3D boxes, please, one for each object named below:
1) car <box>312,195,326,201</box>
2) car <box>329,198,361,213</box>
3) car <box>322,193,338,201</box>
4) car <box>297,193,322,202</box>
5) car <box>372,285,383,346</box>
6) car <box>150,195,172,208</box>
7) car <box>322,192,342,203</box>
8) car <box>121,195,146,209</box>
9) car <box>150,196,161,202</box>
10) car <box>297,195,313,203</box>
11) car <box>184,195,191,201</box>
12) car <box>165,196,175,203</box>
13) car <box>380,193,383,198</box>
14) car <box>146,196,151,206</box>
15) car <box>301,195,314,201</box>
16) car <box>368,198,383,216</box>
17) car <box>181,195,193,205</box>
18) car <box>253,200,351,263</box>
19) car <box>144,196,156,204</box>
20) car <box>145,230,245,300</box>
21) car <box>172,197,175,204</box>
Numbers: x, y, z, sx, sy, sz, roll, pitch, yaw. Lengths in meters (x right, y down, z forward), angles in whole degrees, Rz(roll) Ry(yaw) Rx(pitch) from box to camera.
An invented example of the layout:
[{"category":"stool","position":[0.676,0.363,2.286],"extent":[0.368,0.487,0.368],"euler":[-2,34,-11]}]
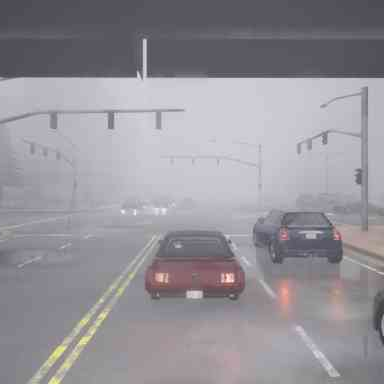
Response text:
[{"category":"car","position":[30.840,1.364,80.695],"extent":[1.784,1.438,3.905],"euler":[0,0,0]},{"category":"car","position":[16.681,1.564,33.913],"extent":[4.181,1.385,1.994],"euler":[0,0,1]},{"category":"car","position":[33.523,1.153,80.753],"extent":[1.932,1.855,4.605],"euler":[0,0,0]},{"category":"car","position":[16.662,1.153,48.144],"extent":[1.932,1.855,4.605],"euler":[0,0,0]},{"category":"car","position":[3.601,1.505,3.018],"extent":[1.837,1.490,4.892],"euler":[0,0,0]},{"category":"car","position":[-4.492,1.491,49.545],"extent":[2.128,1.511,4.902],"euler":[0,0,0]},{"category":"car","position":[19.556,1.156,48.097],"extent":[1.905,1.878,3.866],"euler":[0,0,0]},{"category":"car","position":[-8.031,1.352,44.782],"extent":[2.097,1.767,4.553],"euler":[0,0,2]},{"category":"car","position":[-8.046,1.552,73.971],"extent":[1.994,1.385,4.181],"euler":[0,0,0]},{"category":"car","position":[22.216,1.395,65.572],"extent":[1.970,1.475,3.806],"euler":[0,0,0]},{"category":"car","position":[-1.116,1.478,85.279],"extent":[1.882,1.535,5.008],"euler":[0,0,0]},{"category":"car","position":[-4.519,1.601,68.742],"extent":[1.895,1.301,4.718],"euler":[0,0,0]},{"category":"car","position":[39.113,1.153,65.706],"extent":[1.932,1.855,4.605],"euler":[0,0,0]},{"category":"car","position":[-8.014,1.478,53.953],"extent":[1.882,1.535,5.008],"euler":[0,0,0]},{"category":"car","position":[27.945,1.395,80.689],"extent":[1.970,1.475,3.806],"euler":[0,0,0]},{"category":"car","position":[19.265,1.505,30.379],"extent":[4.892,1.490,1.837],"euler":[0,0,1]},{"category":"car","position":[-0.864,1.525,60.487],"extent":[1.812,1.442,4.674],"euler":[0,0,0]},{"category":"car","position":[3.585,1.352,12.107],"extent":[2.097,1.767,4.553],"euler":[0,0,0]},{"category":"car","position":[-8.027,1.526,63.959],"extent":[1.812,1.442,4.674],"euler":[0,0,0]},{"category":"car","position":[0.069,1.601,8.342],"extent":[1.895,1.301,4.718],"euler":[0,0,0]},{"category":"car","position":[-4.530,1.352,58.587],"extent":[2.097,1.767,4.553],"euler":[0,0,0]}]
